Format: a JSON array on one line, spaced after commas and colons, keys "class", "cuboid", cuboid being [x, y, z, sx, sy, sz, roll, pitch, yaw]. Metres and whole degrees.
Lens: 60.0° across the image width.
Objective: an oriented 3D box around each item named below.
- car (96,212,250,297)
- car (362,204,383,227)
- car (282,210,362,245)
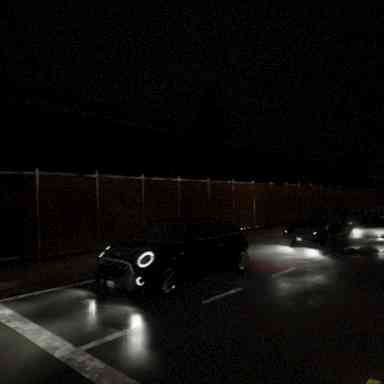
[{"class": "car", "cuboid": [-0.341, 1.495, 9.194, 2.097, 1.767, 4.553, -1, -1, 42]}, {"class": "car", "cuboid": [14.045, 1.705, 25.100, 1.882, 1.535, 5.008, -1, -1, 42]}, {"class": "car", "cuboid": [6.562, 1.731, 16.829, 2.033, 1.411, 5.357, -1, -1, 42]}]
